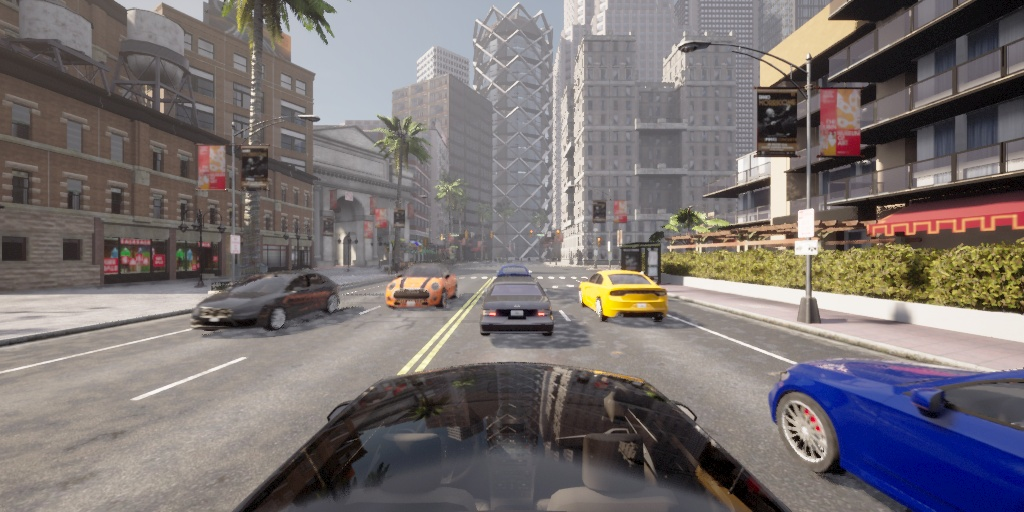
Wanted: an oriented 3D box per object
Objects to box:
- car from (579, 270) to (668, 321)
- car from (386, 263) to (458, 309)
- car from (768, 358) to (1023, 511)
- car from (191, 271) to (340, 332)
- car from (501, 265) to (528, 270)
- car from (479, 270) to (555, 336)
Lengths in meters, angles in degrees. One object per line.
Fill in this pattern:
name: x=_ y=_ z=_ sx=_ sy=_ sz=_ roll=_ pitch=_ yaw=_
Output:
car: x=3.614 y=1.228 z=12.471 sx=1.882 sy=1.535 sz=5.008 roll=0 pitch=0 yaw=0
car: x=-3.569 y=1.102 z=14.939 sx=2.097 sy=1.767 sz=4.553 roll=0 pitch=0 yaw=0
car: x=3.652 y=1.276 z=1.837 sx=1.812 sy=1.442 sz=4.674 roll=0 pitch=0 yaw=-1
car: x=-7.084 y=1.254 z=10.967 sx=1.837 sy=1.490 sz=4.892 roll=0 pitch=0 yaw=0
car: x=0.116 y=1.228 z=20.173 sx=1.882 sy=1.535 sz=5.008 roll=0 pitch=0 yaw=0
car: x=0.108 y=1.297 z=10.386 sx=2.033 sy=1.411 sz=5.357 roll=0 pitch=0 yaw=0
